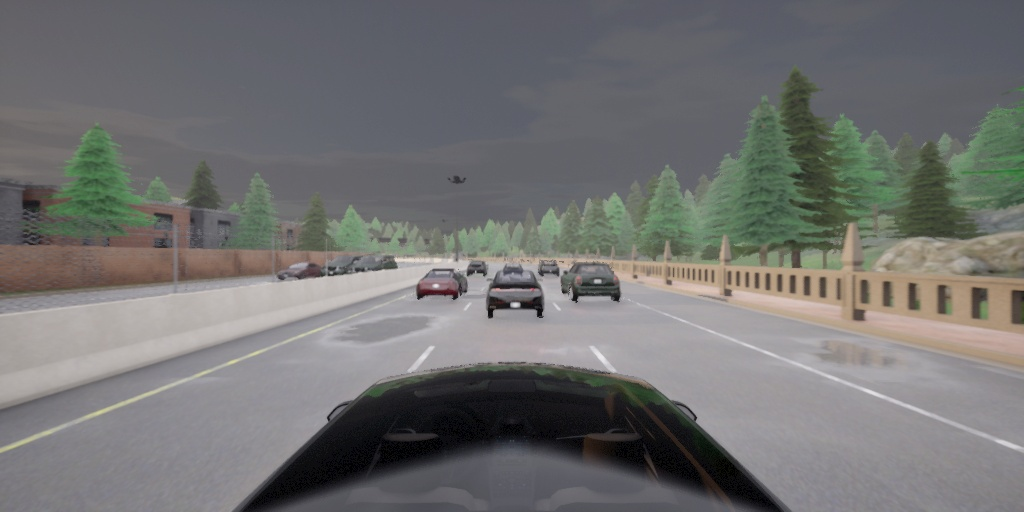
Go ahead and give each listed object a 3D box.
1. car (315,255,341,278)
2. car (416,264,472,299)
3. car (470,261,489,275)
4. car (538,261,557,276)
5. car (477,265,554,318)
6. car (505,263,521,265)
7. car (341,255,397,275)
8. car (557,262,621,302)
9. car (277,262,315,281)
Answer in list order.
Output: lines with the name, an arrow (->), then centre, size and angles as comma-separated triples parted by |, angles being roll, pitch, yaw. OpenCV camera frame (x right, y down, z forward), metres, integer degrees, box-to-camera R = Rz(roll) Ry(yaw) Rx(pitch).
car -> -14.094, 0.949, 30.743 | 2.150, 2.045, 5.566 | 0, 0, 0
car -> -3.397, 1.301, 18.037 | 1.994, 1.385, 4.181 | 0, 0, 0
car -> -3.396, 1.228, 35.988 | 1.837, 1.490, 4.892 | 0, 0, 0
car -> 3.604, 1.214, 35.916 | 2.128, 1.511, 4.902 | 0, 0, 0
car -> 0.102, 1.233, 13.026 | 2.128, 1.511, 4.902 | 0, 0, 0
car -> 0.103, 1.325, 34.958 | 1.895, 1.301, 4.718 | 0, 0, 0
car -> -10.595, 0.952, 27.580 | 2.150, 2.045, 5.566 | 0, 0, 0
car -> 3.602, 1.088, 17.196 | 2.097, 1.767, 4.553 | 0, 0, 0
car -> -17.591, 1.254, 30.220 | 1.812, 1.442, 4.674 | 0, 0, 0
